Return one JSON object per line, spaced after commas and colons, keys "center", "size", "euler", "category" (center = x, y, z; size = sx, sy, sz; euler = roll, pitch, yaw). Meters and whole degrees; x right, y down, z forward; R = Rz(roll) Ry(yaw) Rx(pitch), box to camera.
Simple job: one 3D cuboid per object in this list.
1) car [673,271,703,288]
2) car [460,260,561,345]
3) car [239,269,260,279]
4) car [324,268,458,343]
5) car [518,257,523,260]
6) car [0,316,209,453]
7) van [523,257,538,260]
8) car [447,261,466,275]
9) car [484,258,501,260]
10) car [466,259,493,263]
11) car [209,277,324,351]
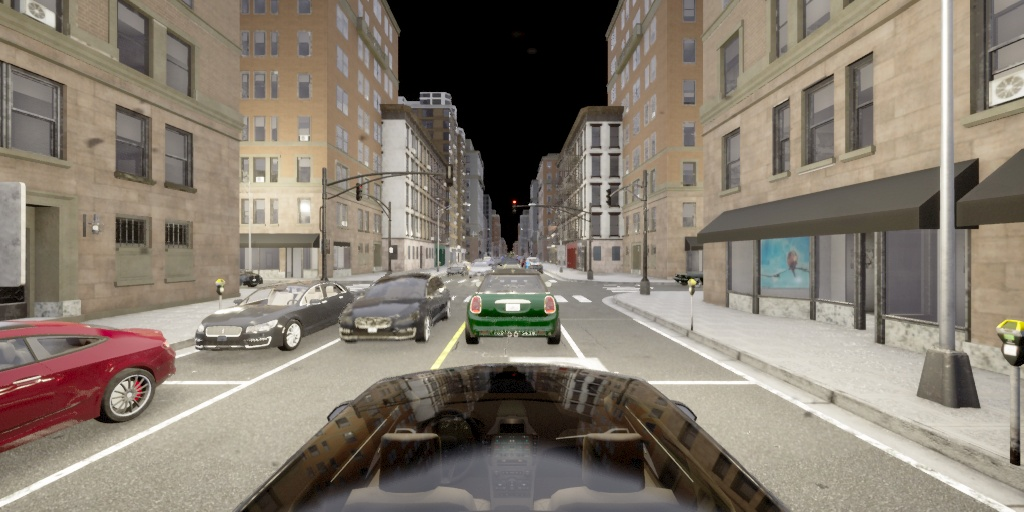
{"center": [13.495, 1.431, 24.079], "size": [4.718, 1.301, 1.895], "euler": [0, 0, 0], "category": "car"}
{"center": [0.040, 1.102, 9.685], "size": [2.097, 1.767, 4.553], "euler": [0, 0, 1], "category": "car"}
{"center": [-17.145, 1.223, 21.077], "size": [4.181, 1.385, 1.994], "euler": [0, 0, 0], "category": "car"}
{"center": [-2.851, 1.254, 9.748], "size": [1.837, 1.490, 4.892], "euler": [0, 0, 0], "category": "car"}
{"center": [2.640, 1.056, 62.752], "size": [2.192, 1.841, 5.009], "euler": [0, 0, 0], "category": "car"}
{"center": [-5.389, 1.332, 3.161], "size": [1.802, 1.307, 4.207], "euler": [0, 0, 0], "category": "car"}
{"center": [2.637, 1.084, 46.533], "size": [1.690, 1.789, 3.998], "euler": [0, 0, 0], "category": "van"}
{"center": [-5.393, 1.296, 35.719], "size": [2.007, 1.370, 4.403], "euler": [0, 0, 0], "category": "car"}
{"center": [-2.858, 1.291, 45.628], "size": [2.033, 1.411, 5.357], "euler": [0, 0, 0], "category": "car"}
{"center": [-2.778, 1.272, 31.763], "size": [1.812, 1.442, 4.674], "euler": [0, 0, -1], "category": "car"}
{"center": [-5.389, 1.300, 8.843], "size": [2.007, 1.370, 4.403], "euler": [0, 0, 0], "category": "car"}
